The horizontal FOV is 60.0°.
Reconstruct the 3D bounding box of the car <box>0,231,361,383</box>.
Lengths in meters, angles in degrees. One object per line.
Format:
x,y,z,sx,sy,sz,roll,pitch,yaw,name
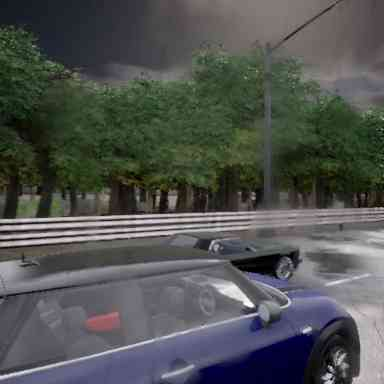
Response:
-0.221,1.370,3.532,4.553,1.767,2.097,1,0,-35,car

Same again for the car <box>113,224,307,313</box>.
0.632,1.653,8.406,4.718,1.301,1.895,1,0,-35,car
